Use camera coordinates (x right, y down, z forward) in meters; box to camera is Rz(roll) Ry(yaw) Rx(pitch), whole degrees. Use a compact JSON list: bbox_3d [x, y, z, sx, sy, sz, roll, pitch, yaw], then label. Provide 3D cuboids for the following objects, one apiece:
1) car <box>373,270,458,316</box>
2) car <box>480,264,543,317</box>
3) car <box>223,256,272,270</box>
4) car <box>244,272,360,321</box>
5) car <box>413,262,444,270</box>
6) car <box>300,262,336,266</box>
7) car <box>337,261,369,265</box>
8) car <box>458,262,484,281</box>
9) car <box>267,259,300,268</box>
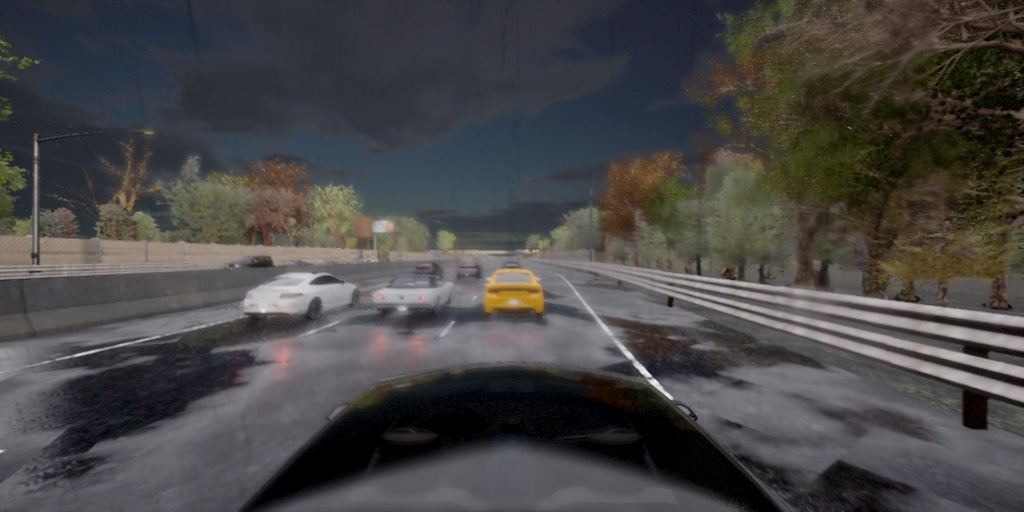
[{"bbox_3d":[-3.438,1.359,13.485,1.895,1.301,4.718,0,0,0],"label":"car"},{"bbox_3d":[0.062,1.236,13.244,1.882,1.535,5.008,0,0,0],"label":"car"},{"bbox_3d":[-28.107,1.008,38.591,2.150,2.045,5.566,0,0,-1],"label":"car"},{"bbox_3d":[-6.941,1.283,12.333,1.812,1.442,4.674,0,0,0],"label":"car"},{"bbox_3d":[-6.985,1.282,30.280,1.837,1.490,4.892,0,0,0],"label":"car"},{"bbox_3d":[-21.197,1.340,40.667,2.033,1.411,5.357,0,0,0],"label":"car"},{"bbox_3d":[-17.695,1.285,41.272,2.128,1.511,4.902,0,0,0],"label":"car"},{"bbox_3d":[-3.485,1.269,30.260,2.128,1.511,4.902,0,0,0],"label":"car"},{"bbox_3d":[-24.695,1.340,40.673,2.033,1.411,5.357,0,0,0],"label":"car"}]
